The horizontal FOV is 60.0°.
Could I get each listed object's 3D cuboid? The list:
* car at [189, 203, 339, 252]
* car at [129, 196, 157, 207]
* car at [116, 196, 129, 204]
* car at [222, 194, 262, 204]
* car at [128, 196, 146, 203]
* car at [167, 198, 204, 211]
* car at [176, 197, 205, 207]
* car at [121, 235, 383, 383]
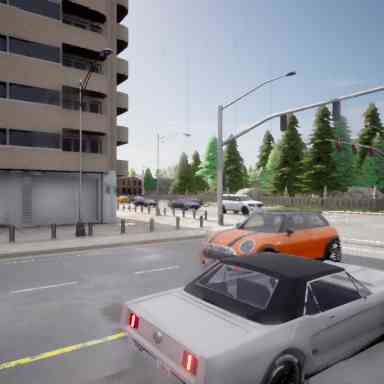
[{"bbox_3d":[2.442,1.352,10.013,4.553,1.767,2.097,0,0,-35],"label":"car"},{"bbox_3d":[-7.253,1.603,51.245,2.033,1.411,5.357,0,0,-36],"label":"car"},{"bbox_3d":[-14.180,1.533,67.183,1.882,1.535,5.008,0,0,-36],"label":"car"},{"bbox_3d":[4.934,1.277,34.252,2.150,2.045,5.566,0,0,-36],"label":"car"},{"bbox_3d":[-11.564,1.581,69.531,1.812,1.442,4.674,0,0,-36],"label":"car"},{"bbox_3d":[-1.127,1.603,42.683,2.033,1.411,5.357,0,0,-36],"label":"car"},{"bbox_3d":[-0.304,1.603,53.890,2.033,1.411,5.357,0,0,-36],"label":"car"},{"bbox_3d":[1.516,1.601,4.858,4.718,1.301,1.895,0,0,-35],"label":"car"}]
